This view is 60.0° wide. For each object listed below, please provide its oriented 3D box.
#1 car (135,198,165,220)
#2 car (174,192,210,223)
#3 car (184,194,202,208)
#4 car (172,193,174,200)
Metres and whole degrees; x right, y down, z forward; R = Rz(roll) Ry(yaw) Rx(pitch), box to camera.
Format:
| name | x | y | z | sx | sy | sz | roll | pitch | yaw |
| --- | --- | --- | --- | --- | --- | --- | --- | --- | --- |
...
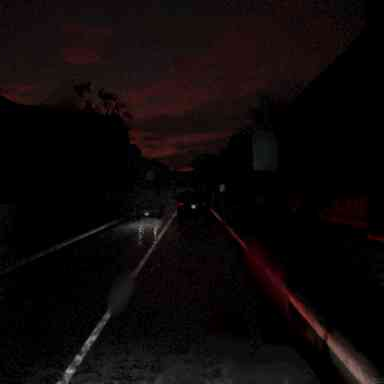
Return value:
| name | x | y | z | sx | sy | sz | roll | pitch | yaw |
| --- | --- | --- | --- | --- | --- | --- | --- | --- | --- |
| car | -3.109 | 1.236 | 25.256 | 2.128 | 1.511 | 4.902 | 0 | 1 | 0 |
| car | 0.090 | 0.986 | 23.368 | 2.150 | 2.045 | 5.566 | 0 | 1 | 0 |
| car | 0.084 | 1.069 | 41.242 | 2.128 | 1.511 | 4.902 | 0 | 1 | 0 |
| car | -3.093 | 0.840 | 66.842 | 2.033 | 1.411 | 5.357 | 0 | 1 | 0 |
